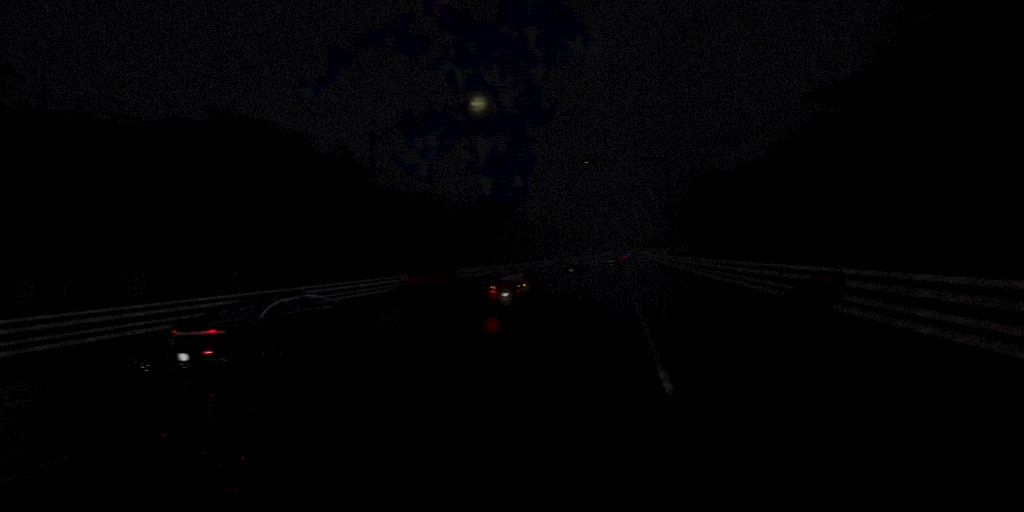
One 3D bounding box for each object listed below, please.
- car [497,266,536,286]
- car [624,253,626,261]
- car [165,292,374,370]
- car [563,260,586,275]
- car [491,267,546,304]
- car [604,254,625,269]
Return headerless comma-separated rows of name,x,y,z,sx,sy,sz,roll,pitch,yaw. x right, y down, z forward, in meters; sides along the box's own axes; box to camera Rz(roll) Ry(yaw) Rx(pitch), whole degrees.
car,0.471,1.591,29.679,1.895,1.301,4.718,-4,-1,17
car,17.287,0.646,58.908,1.812,1.442,4.674,-4,-1,19
car,-5.619,1.688,9.180,2.128,1.511,4.902,-4,-1,16
car,6.616,1.177,37.578,1.812,1.442,4.674,-4,0,18
car,0.382,1.400,17.303,1.812,1.442,4.674,-4,-1,17
car,12.869,0.797,45.843,2.128,1.511,4.902,-4,-1,18
